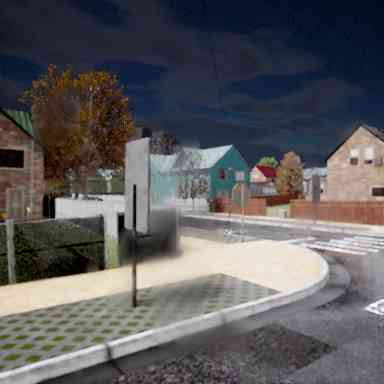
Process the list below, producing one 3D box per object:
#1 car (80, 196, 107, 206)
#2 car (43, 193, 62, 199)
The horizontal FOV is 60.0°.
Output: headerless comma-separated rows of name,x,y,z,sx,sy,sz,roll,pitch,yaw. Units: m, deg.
car,-9.851,1.222,33.255,1.837,1.490,4.892,1,0,-37
car,-19.484,0.880,46.383,1.837,1.490,4.892,1,0,-37
